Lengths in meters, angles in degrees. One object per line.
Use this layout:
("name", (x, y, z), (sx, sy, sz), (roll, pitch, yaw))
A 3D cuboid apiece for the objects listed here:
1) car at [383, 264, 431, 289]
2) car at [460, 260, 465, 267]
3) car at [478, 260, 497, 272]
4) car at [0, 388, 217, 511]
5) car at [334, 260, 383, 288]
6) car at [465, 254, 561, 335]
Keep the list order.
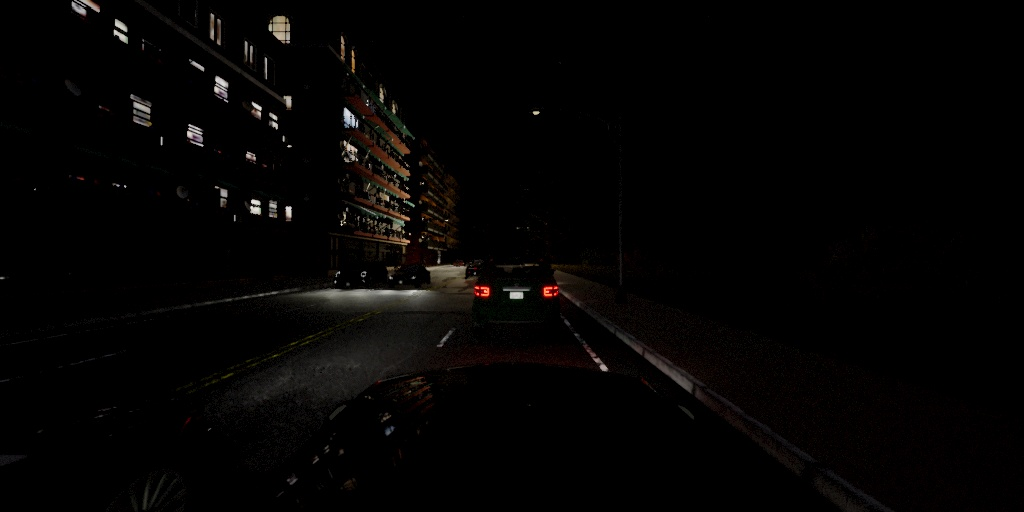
("car", (-6.541, 1.278, 23.424), (1.812, 1.442, 4.674), (0, 0, 0))
("car", (-3.067, 1.242, 32.418), (2.128, 1.511, 4.902), (0, 0, 0))
("car", (-3.029, 1.243, 45.890), (2.128, 1.511, 4.902), (0, 0, 0))
("car", (-3.156, 1.240, 0.711), (2.128, 1.511, 4.902), (0, 0, 0))
("car", (-9.792, 1.104, 23.646), (2.097, 1.767, 4.553), (0, 0, 0))
("car", (0.118, 0.973, 10.673), (2.150, 2.045, 5.566), (0, 0, 0))
